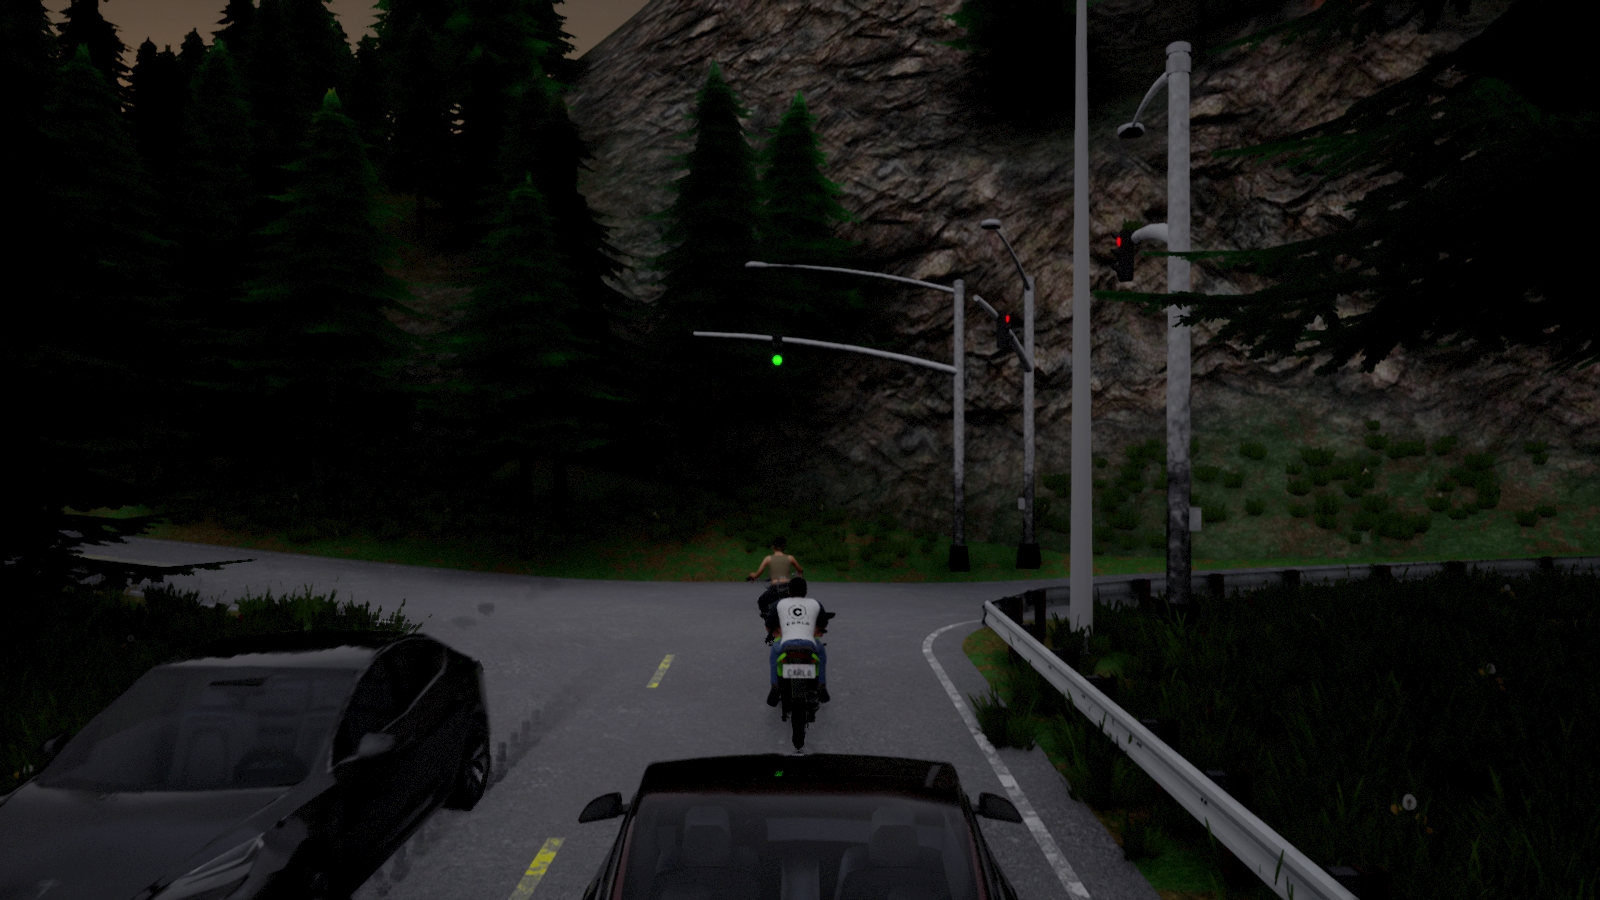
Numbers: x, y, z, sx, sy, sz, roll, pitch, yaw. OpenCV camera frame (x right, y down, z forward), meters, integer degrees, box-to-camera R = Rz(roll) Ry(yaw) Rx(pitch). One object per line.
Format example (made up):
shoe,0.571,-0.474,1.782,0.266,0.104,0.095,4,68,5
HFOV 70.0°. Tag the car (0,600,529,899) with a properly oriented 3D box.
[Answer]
car,-3.467,2.052,7.545,2.163,1.488,4.792,0,0,1

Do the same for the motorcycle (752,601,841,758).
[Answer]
motorcycle,-0.041,2.197,11.273,0.803,1.145,2.033,0,0,-1

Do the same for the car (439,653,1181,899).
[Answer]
car,0.030,2.055,4.982,2.163,1.488,4.792,0,0,0
